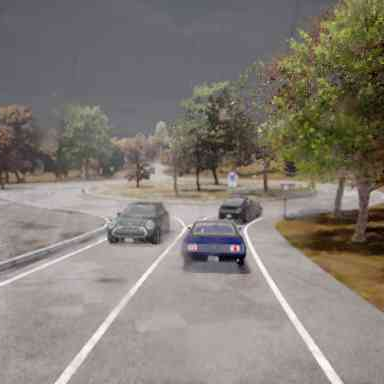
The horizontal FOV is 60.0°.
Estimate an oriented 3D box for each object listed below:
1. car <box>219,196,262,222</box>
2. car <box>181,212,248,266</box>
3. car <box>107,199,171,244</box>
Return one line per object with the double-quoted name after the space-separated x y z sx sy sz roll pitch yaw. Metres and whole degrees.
3.340 1.043 22.556 1.837 1.490 4.892 2 5 26 "car"
0.780 1.601 11.600 1.895 1.301 4.718 0 0 4 "car"
-2.296 1.264 15.434 2.097 1.767 4.553 1 2 5 "car"
